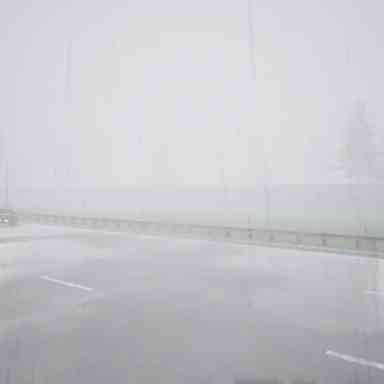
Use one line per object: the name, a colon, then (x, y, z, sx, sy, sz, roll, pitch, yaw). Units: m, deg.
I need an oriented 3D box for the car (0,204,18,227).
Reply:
car: (-13.402, 1.552, 22.049, 4.892, 1.490, 1.837, 0, 0, 36)
